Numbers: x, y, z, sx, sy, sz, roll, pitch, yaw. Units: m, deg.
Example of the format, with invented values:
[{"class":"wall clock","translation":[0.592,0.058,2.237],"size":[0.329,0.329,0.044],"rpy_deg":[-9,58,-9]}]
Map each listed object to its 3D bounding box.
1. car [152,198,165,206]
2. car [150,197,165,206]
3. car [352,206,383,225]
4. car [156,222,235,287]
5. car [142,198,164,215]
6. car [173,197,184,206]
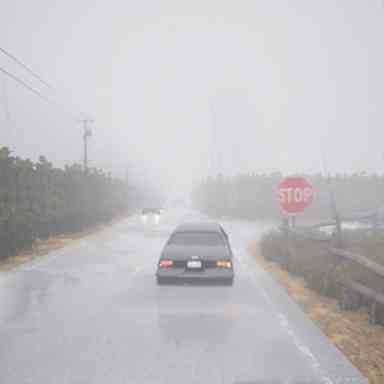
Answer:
[{"class":"car","translation":[-5.722,1.702,57.404],"size":[1.994,1.385,4.181],"rpy_deg":[0,0,-1]},{"class":"car","translation":[-5.063,1.461,45.313],"size":[2.097,1.767,4.553],"rpy_deg":[0,0,-4]},{"class":"car","translation":[13.869,1.602,22.778],"size":[5.357,1.411,2.033],"rpy_deg":[0,0,0]},{"class":"car","translation":[0.211,1.571,9.474],"size":[2.033,1.411,5.357],"rpy_deg":[0,0,4]},{"class":"car","translation":[-4.268,1.633,35.307],"size":[2.033,1.411,5.357],"rpy_deg":[0,0,-5]},{"class":"car","translation":[-2.374,1.668,59.287],"size":[1.812,1.442,4.674],"rpy_deg":[0,0,-1]}]
